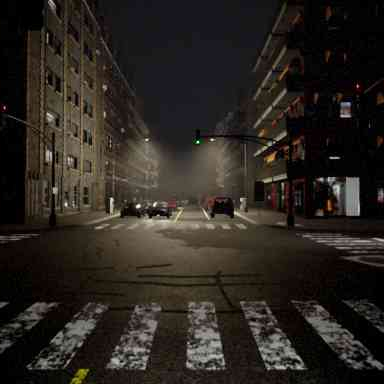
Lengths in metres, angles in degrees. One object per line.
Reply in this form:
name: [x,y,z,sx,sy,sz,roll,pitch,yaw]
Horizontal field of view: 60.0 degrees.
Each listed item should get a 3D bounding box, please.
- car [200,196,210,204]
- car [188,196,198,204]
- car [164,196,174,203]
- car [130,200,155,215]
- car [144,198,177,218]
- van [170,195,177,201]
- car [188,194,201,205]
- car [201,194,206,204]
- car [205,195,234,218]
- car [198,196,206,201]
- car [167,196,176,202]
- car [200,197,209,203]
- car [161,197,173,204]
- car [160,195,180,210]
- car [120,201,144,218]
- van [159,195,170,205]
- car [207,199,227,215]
car: [2.707,1.577,69.019,1.967,1.590,4.097,1,0,0]
car: [0.202,1.621,70.282,1.882,1.535,5.008,0,0,0]
car: [-5.164,1.693,74.390,1.752,1.417,4.829,1,0,0]
car: [-5.233,1.591,35.626,1.947,1.339,4.313,1,0,0]
car: [-2.792,1.568,30.274,2.033,1.411,5.357,0,0,0]
van: [-5.131,1.615,91.254,1.690,1.788,3.998,1,0,0]
car: [0.216,1.568,59.842,1.882,1.535,5.008,0,0,0]
car: [2.661,1.348,41.221,2.192,1.841,5.009,1,0,0]
car: [2.642,1.335,30.096,2.192,1.841,5.009,1,0,0]
car: [2.746,1.840,91.270,1.947,1.339,4.313,1,0,0]
car: [-5.144,1.789,85.688,2.008,1.369,4.403,1,0,0]
car: [2.715,1.751,74.578,1.802,1.307,4.206,1,0,0]
car: [-5.174,1.687,68.998,2.008,1.369,4.403,1,0,0]
car: [-2.771,1.510,40.742,1.882,1.535,5.008,0,0,0]
car: [-5.243,1.586,30.065,1.947,1.339,4.313,1,0,0]
van: [-5.180,1.447,63.433,1.690,1.788,3.998,1,0,0]
car: [2.648,1.551,35.826,1.752,1.417,4.829,1,0,0]
